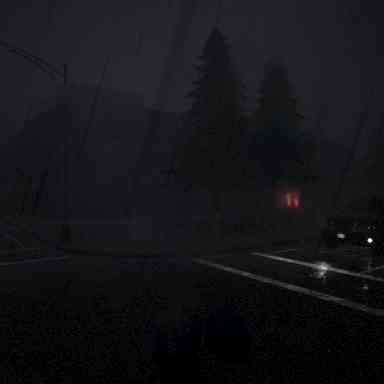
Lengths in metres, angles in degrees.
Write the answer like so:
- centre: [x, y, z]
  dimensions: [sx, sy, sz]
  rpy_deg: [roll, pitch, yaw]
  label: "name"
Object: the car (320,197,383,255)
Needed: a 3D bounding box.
- centre: [7.649, 1.247, 13.771]
  dimensions: [5.566, 2.045, 2.150]
  rpy_deg: [0, 0, -37]
  label: "car"
